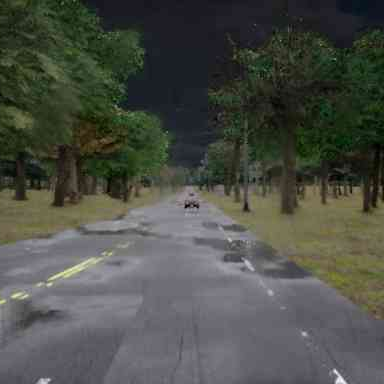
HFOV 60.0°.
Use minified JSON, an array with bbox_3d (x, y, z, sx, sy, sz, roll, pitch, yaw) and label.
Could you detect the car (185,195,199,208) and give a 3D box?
[{"bbox_3d":[-0.017,1.440,44.819,1.895,1.301,4.718,0,0,0],"label":"car"}]
